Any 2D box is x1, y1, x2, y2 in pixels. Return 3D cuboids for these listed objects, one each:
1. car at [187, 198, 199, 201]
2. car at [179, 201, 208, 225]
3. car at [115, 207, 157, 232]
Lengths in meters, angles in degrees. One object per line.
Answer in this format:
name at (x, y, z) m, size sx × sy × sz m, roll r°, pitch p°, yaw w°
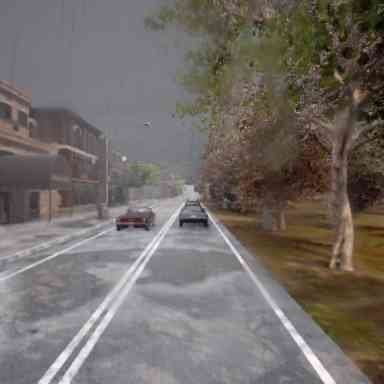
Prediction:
car at (0.098, 1.480, 41.664) m, size 2.128 × 1.511 × 4.902 m, roll 0°, pitch 0°, yaw 0°
car at (0.099, 1.562, 23.802) m, size 1.994 × 1.385 × 4.181 m, roll 0°, pitch 0°, yaw 0°
car at (-3.329, 1.600, 20.366) m, size 1.895 × 1.301 × 4.718 m, roll 0°, pitch 0°, yaw 0°
